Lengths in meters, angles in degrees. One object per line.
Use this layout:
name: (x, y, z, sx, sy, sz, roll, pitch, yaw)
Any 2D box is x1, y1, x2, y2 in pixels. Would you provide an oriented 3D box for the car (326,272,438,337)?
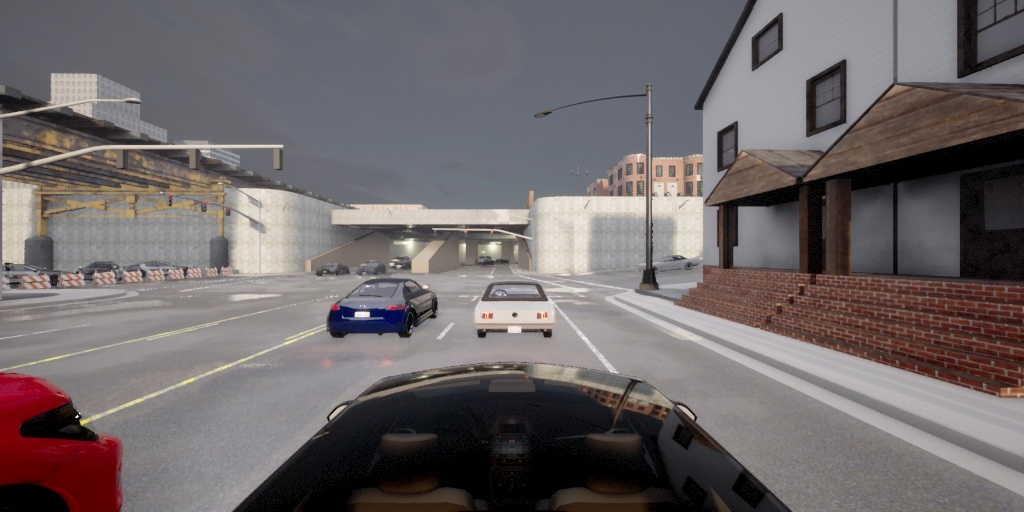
car: (-3.429, 1.314, 10.243, 1.994, 1.385, 4.181, 0, 0, 0)

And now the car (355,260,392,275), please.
car: (-14.433, 1.297, 37.170, 2.033, 1.411, 5.357, 0, 0, -5)

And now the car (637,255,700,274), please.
car: (13.060, 0.665, 30.175, 4.718, 1.301, 1.895, -7, 0, 0)

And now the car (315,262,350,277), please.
car: (-17.771, 1.315, 35.679, 1.994, 1.385, 4.181, 0, 0, -5)

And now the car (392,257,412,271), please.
car: (-14.914, 1.241, 49.344, 2.128, 1.511, 4.902, 0, 0, -1)

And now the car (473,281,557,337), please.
car: (0.072, 1.351, 10.197, 1.895, 1.301, 4.718, 0, 0, 0)
